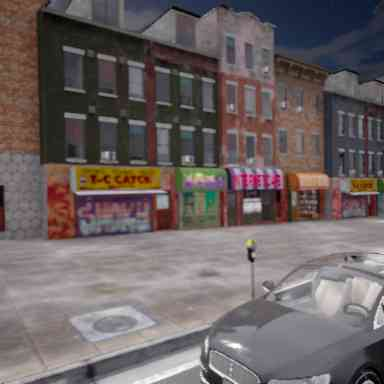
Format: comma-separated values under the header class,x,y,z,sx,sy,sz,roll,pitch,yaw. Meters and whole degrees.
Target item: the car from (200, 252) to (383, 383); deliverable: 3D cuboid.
class,x,y,z,sx,sy,sz,roll,pitch,yaw
car,2.117,1.552,4.338,4.403,1.369,2.008,0,-1,-35
